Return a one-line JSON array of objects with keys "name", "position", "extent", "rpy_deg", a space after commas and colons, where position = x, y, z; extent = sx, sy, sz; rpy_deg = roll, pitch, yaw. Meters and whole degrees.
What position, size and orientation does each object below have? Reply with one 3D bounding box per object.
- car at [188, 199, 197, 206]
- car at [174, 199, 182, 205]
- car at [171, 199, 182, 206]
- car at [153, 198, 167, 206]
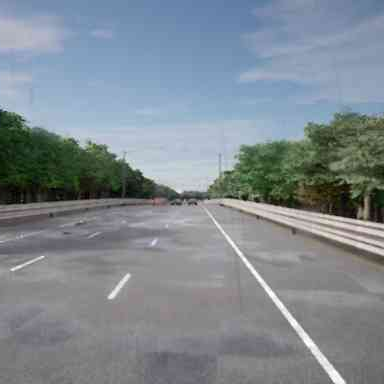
[{"name": "car", "position": [0.154, 2.128, 69.020], "extent": [1.812, 1.442, 4.674], "rpy_deg": [0, -2, 0]}, {"name": "car", "position": [-3.324, 2.350, 79.039], "extent": [1.812, 1.442, 4.674], "rpy_deg": [0, -2, 0]}, {"name": "car", "position": [-3.346, 2.196, 69.056], "extent": [1.895, 1.301, 4.718], "rpy_deg": [0, -2, 0]}, {"name": "car", "position": [-6.846, 1.948, 69.011], "extent": [2.097, 1.767, 4.553], "rpy_deg": [0, -2, 0]}]
